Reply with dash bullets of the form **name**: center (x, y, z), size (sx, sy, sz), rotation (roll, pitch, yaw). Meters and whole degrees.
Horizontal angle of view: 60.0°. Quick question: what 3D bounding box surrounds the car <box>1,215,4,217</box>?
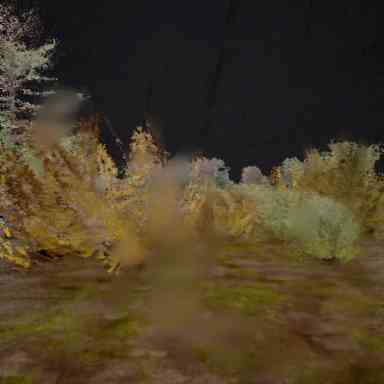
- **car**: center (-13.611, 1.473, 26.065), size (2.033, 1.411, 5.357), rotation (0, 0, 12)

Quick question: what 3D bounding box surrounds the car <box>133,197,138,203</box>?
- **car**: center (-9.227, 1.396, 61.089), size (1.895, 1.301, 4.718), rotation (0, 0, 12)
